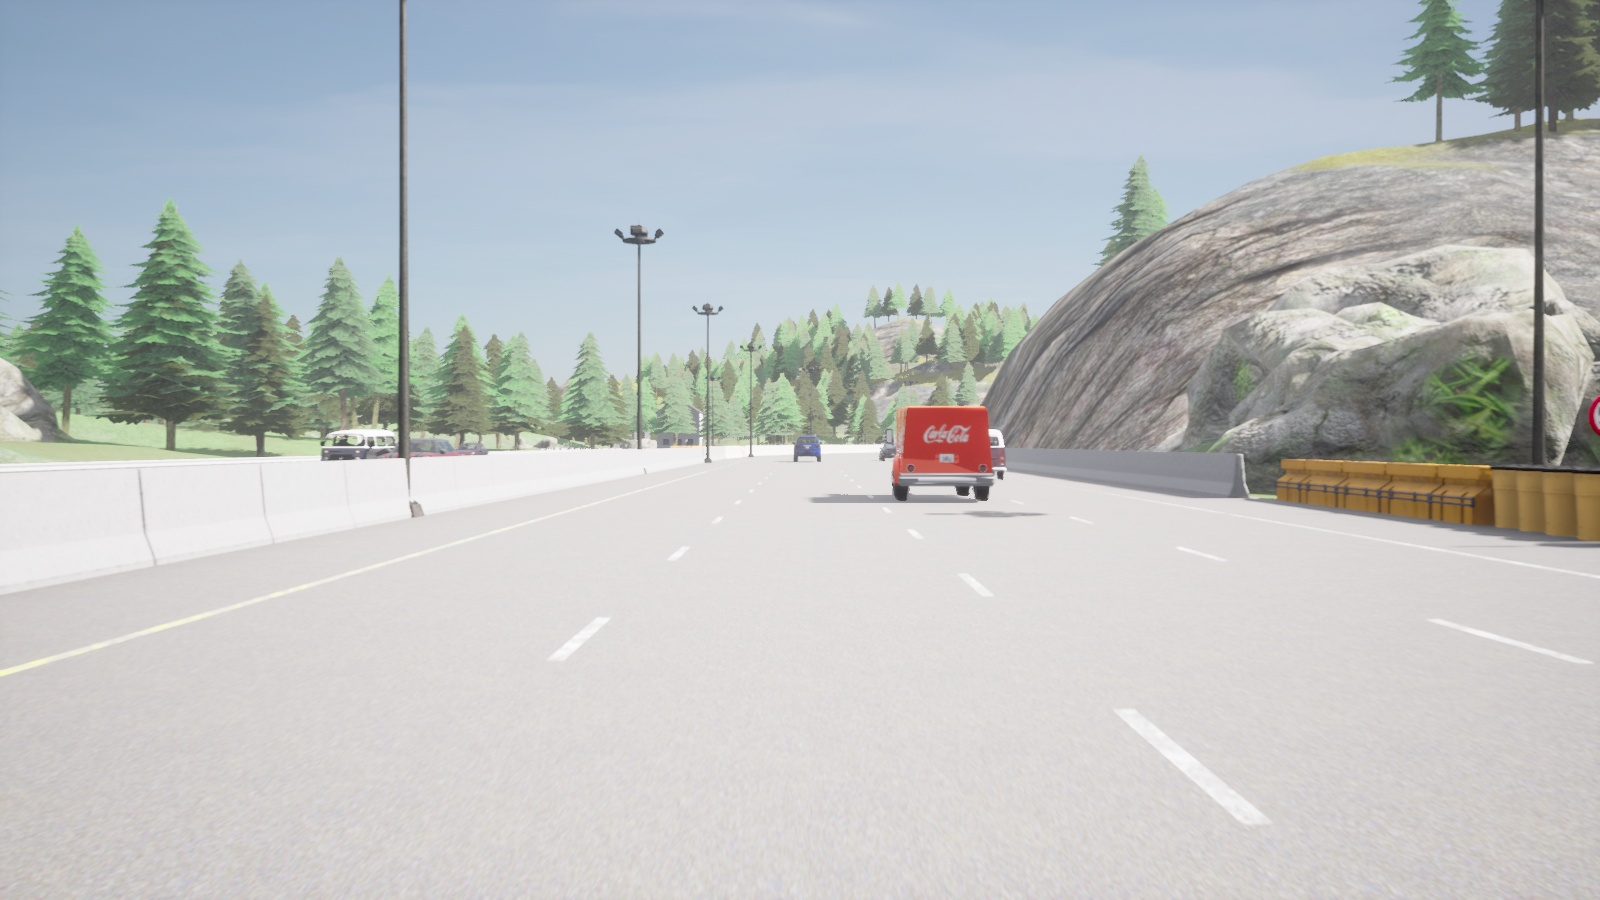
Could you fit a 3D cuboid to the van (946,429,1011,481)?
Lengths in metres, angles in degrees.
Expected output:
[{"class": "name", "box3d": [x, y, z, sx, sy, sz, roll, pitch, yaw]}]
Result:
[{"class": "van", "box3d": [7.310, 0.184, 51.761, 2.069, 2.038, 4.480, 0, 0, 0]}]

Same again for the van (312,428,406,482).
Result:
[{"class": "van", "box3d": [-17.205, 0.179, 49.237, 2.069, 2.038, 4.480, 0, 0, 0]}]

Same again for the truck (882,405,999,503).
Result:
[{"class": "truck", "box3d": [3.710, 0.074, 34.185, 2.627, 2.467, 5.204, 0, 1, 0]}]

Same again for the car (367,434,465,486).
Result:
[{"class": "car", "box3d": [-13.728, 0.339, 45.177, 2.097, 1.767, 4.553, 0, 0, 0]}]

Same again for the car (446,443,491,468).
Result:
[{"class": "car", "box3d": [-20.542, 0.304, 77.972, 1.845, 1.501, 3.633, 0, 0, 0]}]
